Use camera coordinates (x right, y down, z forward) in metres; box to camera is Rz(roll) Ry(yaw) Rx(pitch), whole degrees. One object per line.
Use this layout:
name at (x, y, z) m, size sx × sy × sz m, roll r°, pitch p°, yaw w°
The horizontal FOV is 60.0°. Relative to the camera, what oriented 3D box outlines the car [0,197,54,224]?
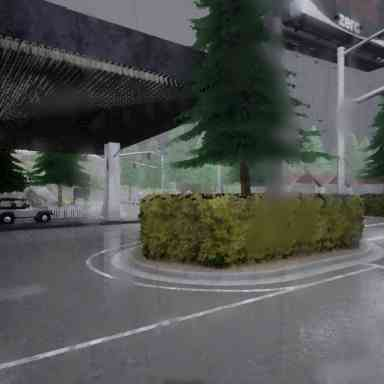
car at (-11.982, 1.313, 23.468) m, size 3.866 × 1.878 × 1.905 m, roll 0°, pitch 0°, yaw -36°
